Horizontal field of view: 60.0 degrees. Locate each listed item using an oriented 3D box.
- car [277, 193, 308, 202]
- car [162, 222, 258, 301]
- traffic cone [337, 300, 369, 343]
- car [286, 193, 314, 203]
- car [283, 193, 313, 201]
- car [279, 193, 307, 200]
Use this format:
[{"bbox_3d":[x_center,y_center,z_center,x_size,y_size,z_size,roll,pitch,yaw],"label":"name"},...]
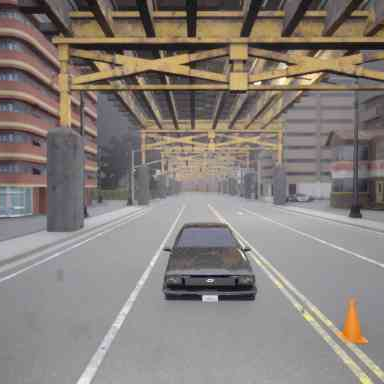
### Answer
[{"bbox_3d":[17.830,0.959,58.970,4.974,1.542,2.038,0,1,25],"label":"car"},{"bbox_3d":[0.364,1.533,8.705,2.033,1.411,5.357,0,0,1],"label":"car"},{"bbox_3d":[2.455,1.949,5.097,0.340,0.580,0.340,0,0,0],"label":"traffic cone"},{"bbox_3d":[17.481,1.006,54.813,4.974,1.542,2.038,0,1,-20],"label":"car"},{"bbox_3d":[17.530,0.849,54.829,4.536,1.218,1.853,0,1,-20],"label":"car"},{"bbox_3d":[17.878,0.802,58.946,4.536,1.218,1.853,0,1,25],"label":"car"}]
